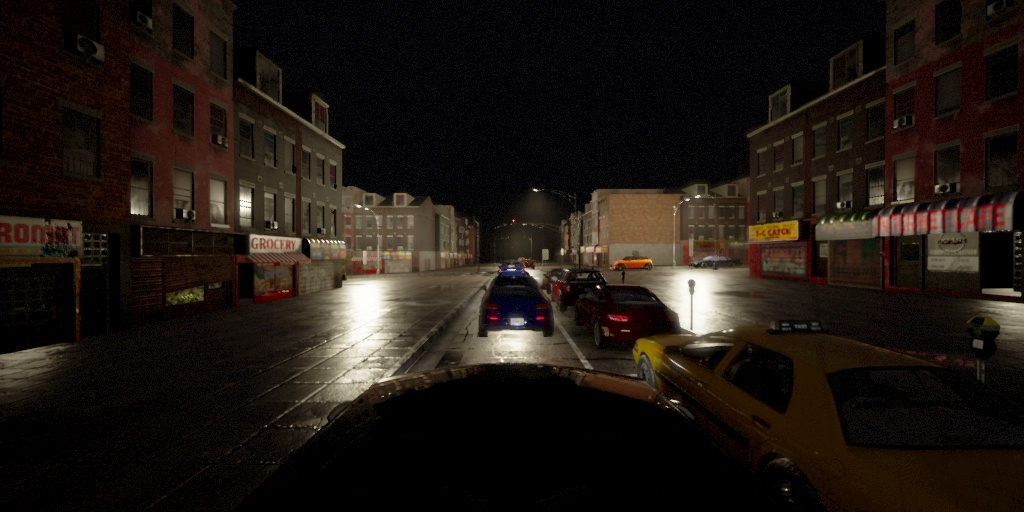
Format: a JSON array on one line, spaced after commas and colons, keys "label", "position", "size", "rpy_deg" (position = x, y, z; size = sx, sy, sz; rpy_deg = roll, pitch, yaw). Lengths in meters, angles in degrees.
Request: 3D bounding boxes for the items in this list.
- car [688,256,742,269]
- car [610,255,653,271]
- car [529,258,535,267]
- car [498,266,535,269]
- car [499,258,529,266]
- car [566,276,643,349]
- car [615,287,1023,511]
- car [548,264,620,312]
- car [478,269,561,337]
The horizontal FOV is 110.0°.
[{"label": "car", "position": [22.822, 0.682, 40.333], "size": [5.357, 1.411, 2.033], "rpy_deg": [-1, 0, 0]}, {"label": "car", "position": [13.335, 0.732, 40.308], "size": [4.553, 1.767, 2.097], "rpy_deg": [-1, 0, 0]}, {"label": "car", "position": [2.606, 1.305, 57.133], "size": [1.967, 1.591, 4.097], "rpy_deg": [0, 0, 0]}, {"label": "car", "position": [0.096, 1.357, 17.555], "size": [1.895, 1.301, 4.718], "rpy_deg": [0, 0, 0]}, {"label": "car", "position": [-0.026, 1.123, 27.453], "size": [2.097, 1.767, 4.553], "rpy_deg": [0, 0, 0]}, {"label": "car", "position": [2.634, 1.332, 8.859], "size": [1.802, 1.307, 4.207], "rpy_deg": [0, 0, 0]}, {"label": "car", "position": [2.637, 1.275, 3.562], "size": [1.751, 1.417, 4.829], "rpy_deg": [0, 0, 0]}, {"label": "car", "position": [2.631, 1.193, 14.326], "size": [1.967, 1.591, 4.097], "rpy_deg": [0, 0, 0]}, {"label": "car", "position": [0.068, 1.276, 10.157], "size": [1.812, 1.442, 4.674], "rpy_deg": [0, 0, -1]}]
